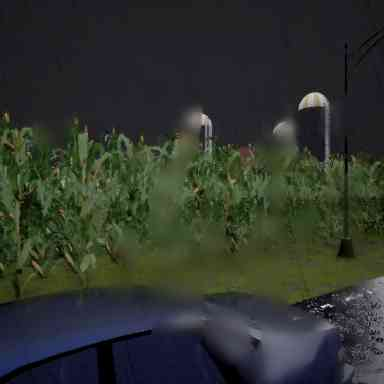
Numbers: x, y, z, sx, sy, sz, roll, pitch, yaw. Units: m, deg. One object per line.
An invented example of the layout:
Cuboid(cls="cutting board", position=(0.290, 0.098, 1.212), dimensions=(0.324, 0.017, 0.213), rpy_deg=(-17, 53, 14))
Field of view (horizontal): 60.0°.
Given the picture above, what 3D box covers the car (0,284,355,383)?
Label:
Cuboid(cls="car", position=(-0.987, 1.548, 2.370), dimensions=(5.357, 1.411, 2.033), rpy_deg=(0, 0, -35))
